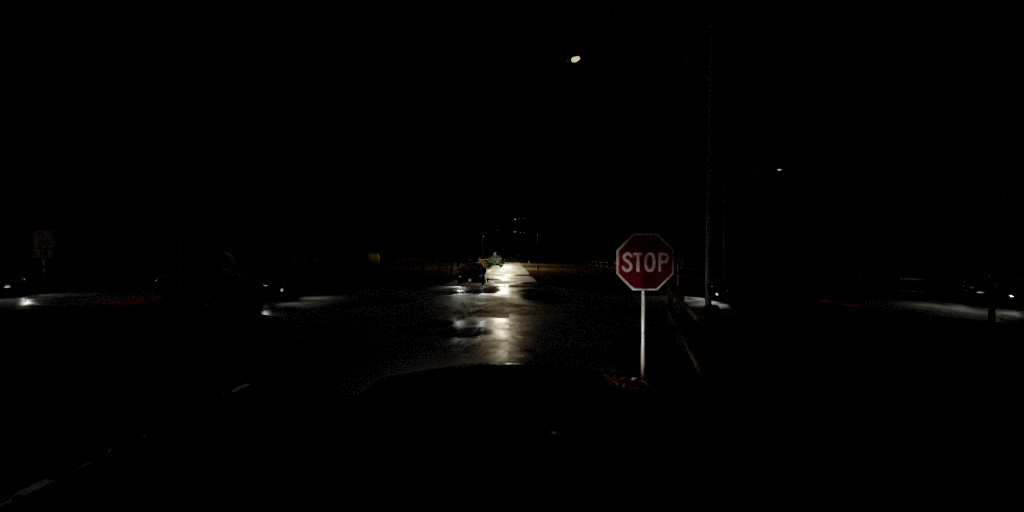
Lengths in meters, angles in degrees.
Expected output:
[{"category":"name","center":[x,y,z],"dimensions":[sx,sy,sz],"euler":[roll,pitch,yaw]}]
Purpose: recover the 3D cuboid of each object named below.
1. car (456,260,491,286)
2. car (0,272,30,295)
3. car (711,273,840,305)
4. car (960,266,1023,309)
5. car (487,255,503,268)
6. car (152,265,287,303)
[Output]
[{"category":"car","center":[-2.717,1.271,25.495],"dimensions":[1.812,1.442,4.674],"euler":[0,0,0]},{"category":"car","center":[-22.678,0.926,14.474],"dimensions":[4.674,1.442,1.812],"euler":[1,1,0]},{"category":"car","center":[12.756,1.547,17.600],"dimensions":[5.357,1.411,2.033],"euler":[1,1,1]},{"category":"car","center":[25.770,1.510,17.622],"dimensions":[5.566,2.045,2.150],"euler":[2,1,0]},{"category":"car","center":[-2.674,0.849,57.559],"dimensions":[2.150,2.045,5.566],"euler":[0,0,0]},{"category":"car","center":[-11.914,1.103,14.781],"dimensions":[4.674,1.442,1.812],"euler":[1,1,-4]}]
